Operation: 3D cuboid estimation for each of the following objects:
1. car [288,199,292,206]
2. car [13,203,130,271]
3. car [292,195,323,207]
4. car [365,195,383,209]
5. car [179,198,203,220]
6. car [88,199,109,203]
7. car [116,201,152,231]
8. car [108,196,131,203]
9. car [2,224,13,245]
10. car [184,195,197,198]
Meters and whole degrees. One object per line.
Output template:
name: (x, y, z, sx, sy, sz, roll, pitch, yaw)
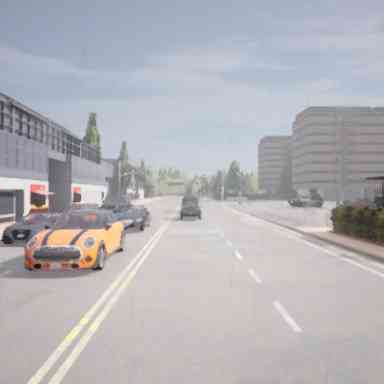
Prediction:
car: (17.479, 1.330, 52.309, 4.605, 1.855, 1.932, 0, 0, -2)
car: (-3.648, 1.406, 11.148, 2.097, 1.767, 4.553, 0, 0, 0)
car: (17.515, 1.321, 49.415, 3.866, 1.878, 1.905, 0, 0, -2)
car: (18.167, 1.240, 29.802, 3.866, 1.878, 1.905, 0, 0, -2)
car: (-0.106, 1.614, 29.652, 2.128, 1.511, 4.902, 0, 0, 0)
car: (-7.113, 1.508, 21.417, 2.097, 1.767, 4.553, 0, 0, 0)
car: (-3.696, 1.586, 21.205, 2.128, 1.511, 4.902, 0, 0, 0)
car: (-7.187, 1.375, 32.398, 2.150, 2.045, 5.566, 0, -1, 0)
car: (-7.172, 1.645, 15.938, 1.994, 1.385, 4.181, 0, 0, 0)
car: (-0.205, 1.399, 42.842, 2.150, 2.045, 5.566, 0, 0, 0)
